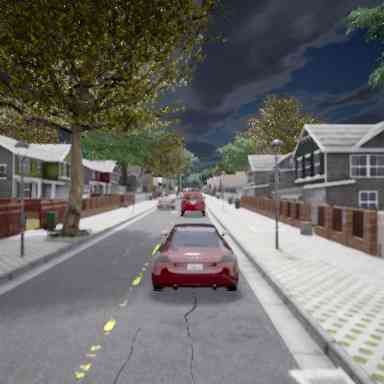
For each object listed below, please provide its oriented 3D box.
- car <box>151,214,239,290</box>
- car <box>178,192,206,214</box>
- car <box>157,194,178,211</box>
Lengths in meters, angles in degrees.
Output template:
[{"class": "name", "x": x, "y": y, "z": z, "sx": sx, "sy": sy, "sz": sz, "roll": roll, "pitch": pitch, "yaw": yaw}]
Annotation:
[{"class": "car", "x": 0.073, "y": 1.529, "z": 8.986, "sx": 1.994, "sy": 1.385, "sz": 4.181, "roll": 0, "pitch": 0, "yaw": 0}, {"class": "car", "x": 0.101, "y": 1.035, "z": 30.905, "sx": 2.150, "sy": 2.045, "sz": 5.566, "roll": 0, "pitch": 1, "yaw": 0}, {"class": "car", "x": -2.837, "y": 1.277, "z": 37.301, "sx": 1.812, "sy": 1.442, "sz": 4.674, "roll": 0, "pitch": 1, "yaw": 0}]
